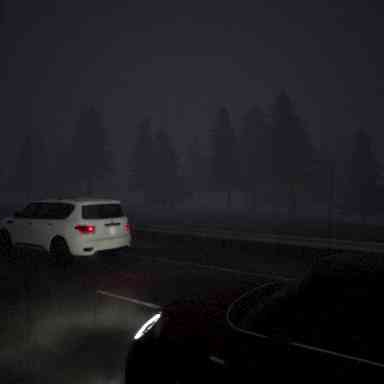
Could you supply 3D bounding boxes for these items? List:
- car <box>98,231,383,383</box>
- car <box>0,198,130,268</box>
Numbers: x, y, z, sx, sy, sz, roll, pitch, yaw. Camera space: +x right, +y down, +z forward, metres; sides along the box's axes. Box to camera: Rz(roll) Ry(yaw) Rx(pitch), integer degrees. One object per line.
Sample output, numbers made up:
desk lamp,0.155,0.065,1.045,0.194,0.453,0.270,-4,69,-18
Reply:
car,1.542,1.352,2.891,4.553,1.767,2.097,0,0,35
car,-4.569,1.222,11.543,5.566,2.045,2.150,0,0,35
